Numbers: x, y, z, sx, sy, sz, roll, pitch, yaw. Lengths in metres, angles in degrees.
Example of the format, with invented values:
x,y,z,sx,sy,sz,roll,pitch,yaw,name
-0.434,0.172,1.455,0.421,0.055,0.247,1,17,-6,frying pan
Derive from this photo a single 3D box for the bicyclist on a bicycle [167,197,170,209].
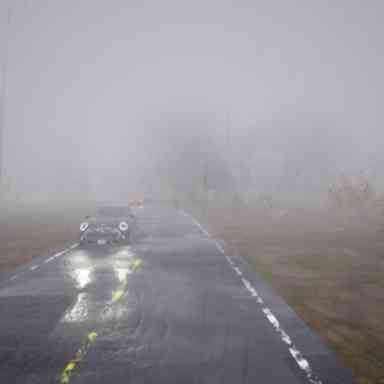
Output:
x,y,z,sx,sy,sz,roll,pitch,yaw,name
-3.095,1.494,44.266,0.582,1.620,1.656,0,0,-10,bicyclist on a bicycle

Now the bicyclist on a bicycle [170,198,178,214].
x,y,z,sx,sy,sz,roll,pitch,yaw,name
-1.702,1.482,35.293,0.582,1.620,1.656,0,0,-8,bicyclist on a bicycle

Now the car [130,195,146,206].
x,y,z,sx,sy,sz,roll,pitch,yaw,name
-9.469,1.418,56.549,2.097,1.767,4.553,0,0,-12,car

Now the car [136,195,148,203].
x,y,z,sx,sy,sz,roll,pitch,yaw,name
-11.610,1.576,76.665,1.882,1.535,5.008,0,0,-18,car

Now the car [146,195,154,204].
x,y,z,sx,sy,sz,roll,pitch,yaw,name
-9.047,1.434,67.743,2.097,1.767,4.553,0,0,-15,car

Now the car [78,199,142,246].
x,y,z,sx,sy,sz,roll,pitch,yaw,name
-3.664,1.368,15.241,2.097,1.767,4.553,0,0,-4,car
